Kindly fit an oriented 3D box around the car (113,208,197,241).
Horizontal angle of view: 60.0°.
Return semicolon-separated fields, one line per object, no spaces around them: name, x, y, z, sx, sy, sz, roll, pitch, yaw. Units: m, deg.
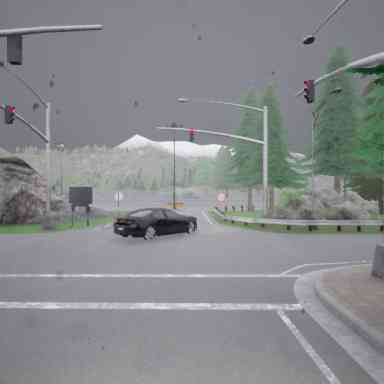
car;-1.772;1.560;17.457;1.882;1.535;5.008;2;2;40
